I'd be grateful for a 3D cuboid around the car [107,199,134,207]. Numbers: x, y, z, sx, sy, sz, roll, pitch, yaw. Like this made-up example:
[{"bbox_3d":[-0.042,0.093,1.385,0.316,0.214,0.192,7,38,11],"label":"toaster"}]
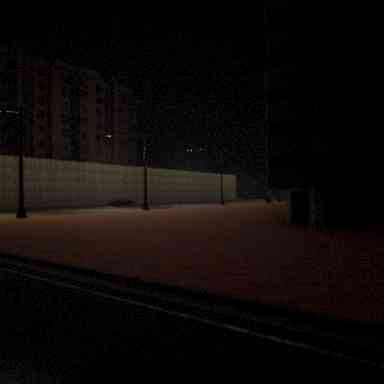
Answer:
[{"bbox_3d":[-13.101,2.000,61.209,2.033,1.411,5.357,-1,0,36],"label":"car"}]
